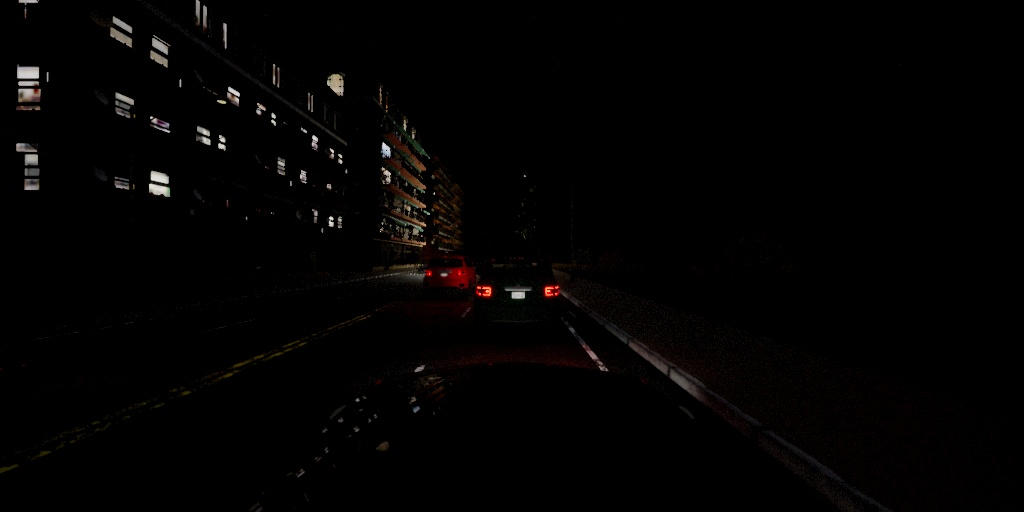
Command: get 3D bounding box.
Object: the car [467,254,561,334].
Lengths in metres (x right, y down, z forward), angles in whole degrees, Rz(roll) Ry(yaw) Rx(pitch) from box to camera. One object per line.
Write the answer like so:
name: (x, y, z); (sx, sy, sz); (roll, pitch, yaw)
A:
car: (0.101, 0.973, 10.732); (2.150, 2.045, 5.566); (0, 0, -1)

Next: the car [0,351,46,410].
car: (-6.603, 1.351, 2.059); (1.895, 1.301, 4.718); (0, 0, 0)

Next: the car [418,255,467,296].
car: (-3.151, 0.973, 19.331); (2.150, 2.045, 5.566); (0, 0, 0)
